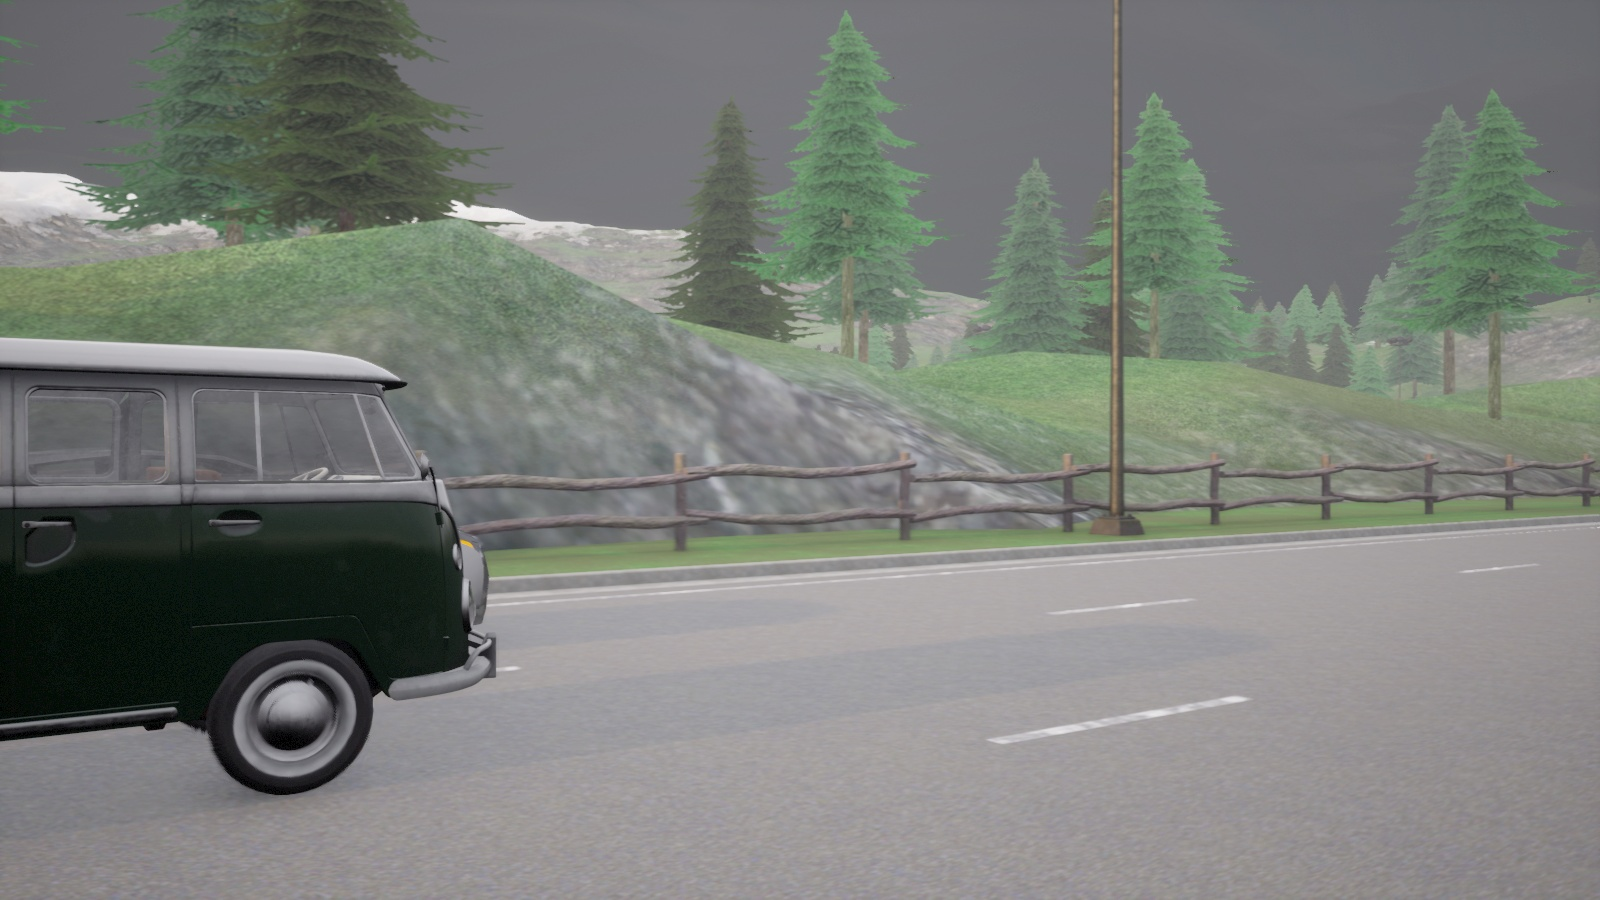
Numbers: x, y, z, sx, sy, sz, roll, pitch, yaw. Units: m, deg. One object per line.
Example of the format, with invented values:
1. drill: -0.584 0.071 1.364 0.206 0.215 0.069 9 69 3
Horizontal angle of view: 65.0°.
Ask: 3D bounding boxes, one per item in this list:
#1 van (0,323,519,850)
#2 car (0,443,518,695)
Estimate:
1. van: -3.655 0.518 5.380 4.442 1.987 1.775 0 0 -35
2. car: -4.555 0.723 9.017 4.514 1.525 2.007 0 0 -35
